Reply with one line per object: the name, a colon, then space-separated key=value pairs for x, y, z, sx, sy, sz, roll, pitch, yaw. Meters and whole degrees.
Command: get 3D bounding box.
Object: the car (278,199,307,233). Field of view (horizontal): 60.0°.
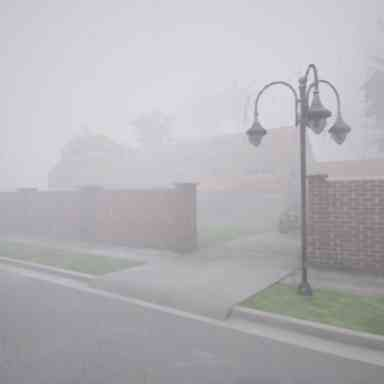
car: x=6.208 y=1.177 z=16.992 sx=2.152 sy=1.636 sz=5.027 roll=-1 pitch=0 yaw=36
